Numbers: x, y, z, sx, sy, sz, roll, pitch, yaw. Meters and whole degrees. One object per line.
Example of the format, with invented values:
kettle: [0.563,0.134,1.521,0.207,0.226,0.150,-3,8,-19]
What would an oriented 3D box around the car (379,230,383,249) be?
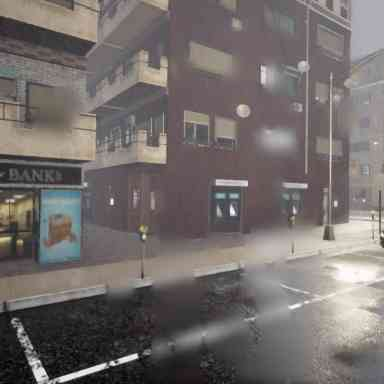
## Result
car: [9.104,1.558,13.144,4.403,1.369,2.008,0,1,-35]
